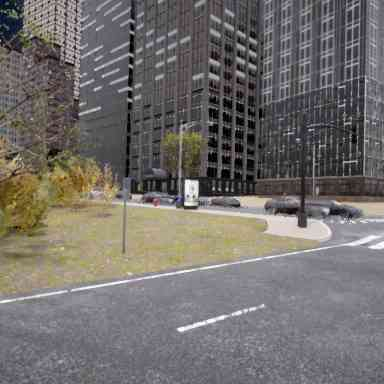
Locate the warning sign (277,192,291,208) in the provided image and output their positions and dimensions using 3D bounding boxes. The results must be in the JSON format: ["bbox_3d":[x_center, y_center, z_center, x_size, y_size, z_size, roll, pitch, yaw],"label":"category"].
[{"bbox_3d":[10.961,0.989,39.546,1.300,1.860,1.060,2,-1,-40],"label":"warning sign"}]

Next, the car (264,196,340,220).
[{"bbox_3d":[7.310,1.080,23.400,2.128,1.511,4.902,3,-1,-34],"label":"car"}]

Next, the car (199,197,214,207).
[{"bbox_3d":[-0.160,0.902,38.094,1.882,1.535,5.008,3,-1,-40],"label":"car"}]

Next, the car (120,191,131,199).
[{"bbox_3d":[-12.275,0.630,57.156,2.128,1.511,4.902,3,-1,-42],"label":"car"}]

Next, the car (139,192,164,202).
[{"bbox_3d":[-6.800,0.865,55.896,1.812,1.442,4.674,3,-1,-41],"label":"car"}]

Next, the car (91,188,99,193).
[{"bbox_3d":[-14.860,0.225,55.111,2.150,2.045,5.566,3,-1,-42],"label":"car"}]

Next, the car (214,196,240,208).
[{"bbox_3d":[3.647,1.145,38.872,1.994,1.385,4.181,3,-1,-40],"label":"car"}]

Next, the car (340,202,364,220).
[{"bbox_3d":[10.544,1.259,25.438,1.812,1.442,4.674,3,-1,-43],"label":"car"}]

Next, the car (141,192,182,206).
[{"bbox_3d":[-3.839,0.764,37.416,2.128,1.511,4.902,3,-1,-40],"label":"car"}]
